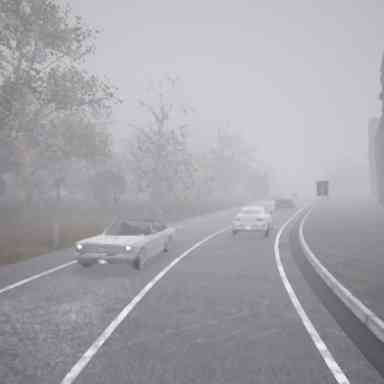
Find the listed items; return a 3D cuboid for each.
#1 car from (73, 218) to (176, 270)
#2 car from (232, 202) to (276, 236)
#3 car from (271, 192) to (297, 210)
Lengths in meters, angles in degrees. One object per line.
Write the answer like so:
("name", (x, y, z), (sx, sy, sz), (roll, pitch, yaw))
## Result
("car", (-2.012, 1.609, 11.256), (1.895, 1.301, 4.718), (-1, 0, 12))
("car", (3.366, 1.474, 18.101), (1.812, 1.442, 4.674), (-1, 0, 17))
("car", (9.927, 1.020, 34.965), (1.882, 1.535, 5.008), (-2, 1, 23))
